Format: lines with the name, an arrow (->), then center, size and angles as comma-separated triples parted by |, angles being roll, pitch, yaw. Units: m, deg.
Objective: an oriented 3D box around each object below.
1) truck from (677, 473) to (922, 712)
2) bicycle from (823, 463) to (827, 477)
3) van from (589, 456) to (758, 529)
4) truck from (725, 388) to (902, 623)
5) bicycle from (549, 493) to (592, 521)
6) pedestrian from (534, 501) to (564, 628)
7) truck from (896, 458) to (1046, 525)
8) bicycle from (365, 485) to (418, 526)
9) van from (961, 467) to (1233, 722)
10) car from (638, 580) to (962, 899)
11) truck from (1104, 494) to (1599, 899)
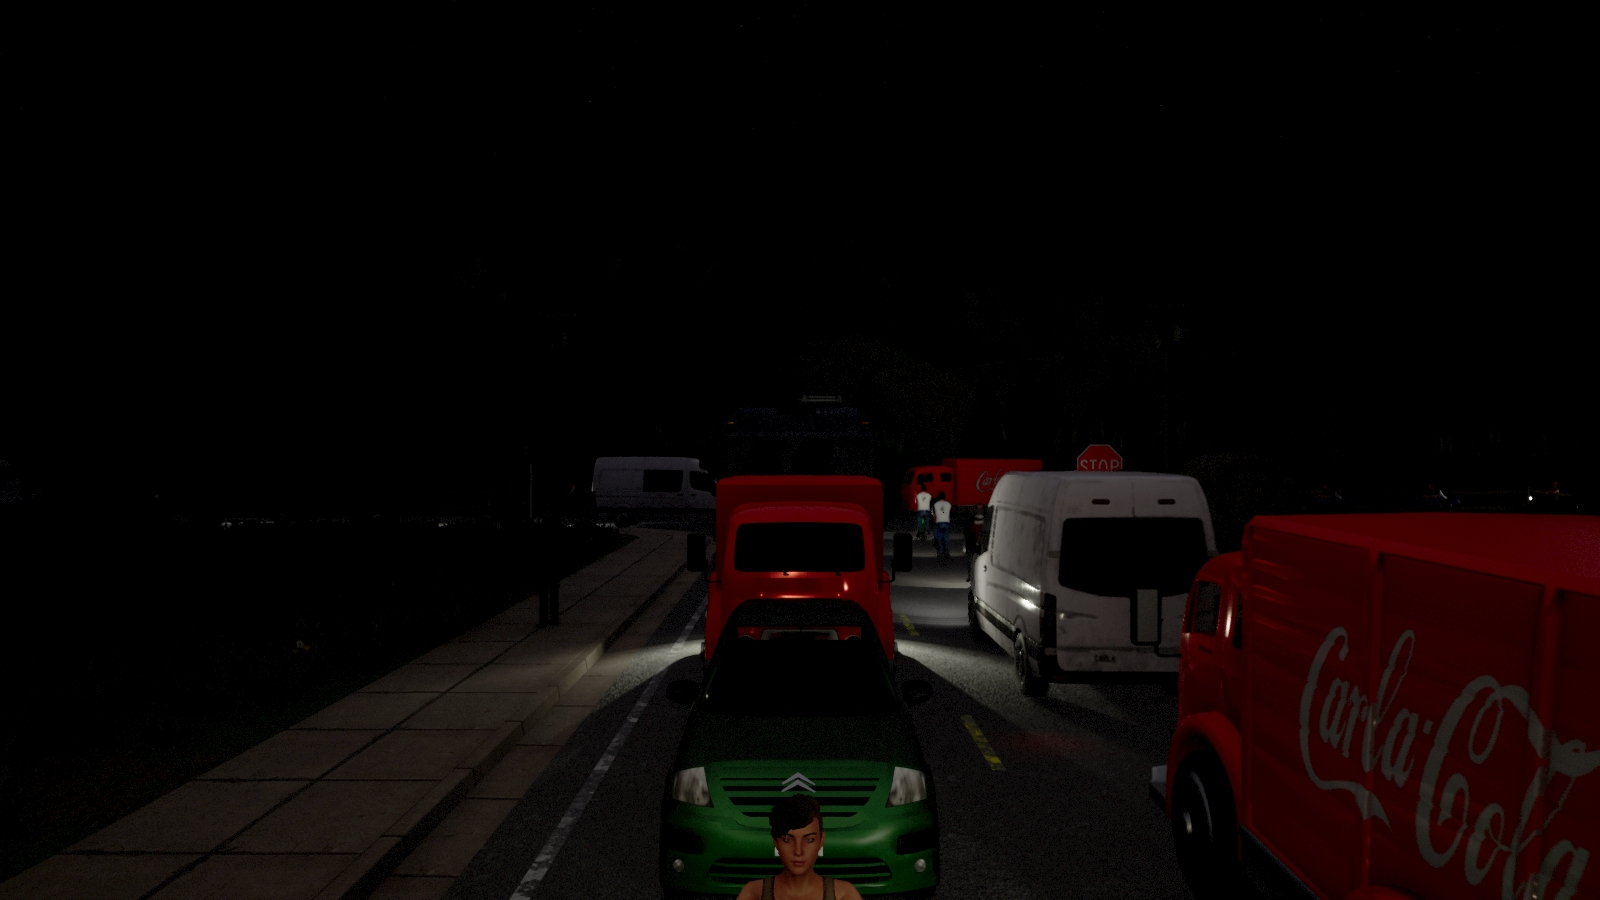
truck -> -0.012, 1.578, 14.852 | 2.627, 2.467, 5.204 | 0, 0, 0
bicycle -> 2.664, 2.131, 122.340 | 0.329, 1.471, 1.835 | 0, 0, 0
van -> -4.553, 1.527, 41.697 | 5.915, 2.561, 1.988 | 0, 0, 3
truck -> 0.198, 0.905, 22.882 | 2.891, 3.827, 8.468 | 0, 0, 0
bicycle -> -9.115, 2.248, 45.378 | 1.487, 1.080, 0.859 | 0, 0, 3
pedestrian -> -3.746, 1.705, 17.094 | 0.375, 1.860, 0.375 | 0, 0, -2
truck -> 6.536, 1.562, 44.118 | 5.204, 2.467, 2.627 | 0, 0, -9
bicycle -> -15.091, 2.051, 42.196 | 1.835, 1.471, 0.329 | 0, 0, 3
van -> 3.515, 1.545, 14.854 | 1.988, 2.561, 5.915 | 0, 0, 0
car -> -0.002, 2.006, 8.512 | 1.851, 1.617, 3.988 | 0, 0, 0
truck -> 3.499, 1.582, 5.617 | 2.627, 2.467, 5.204 | 0, 1, 0
